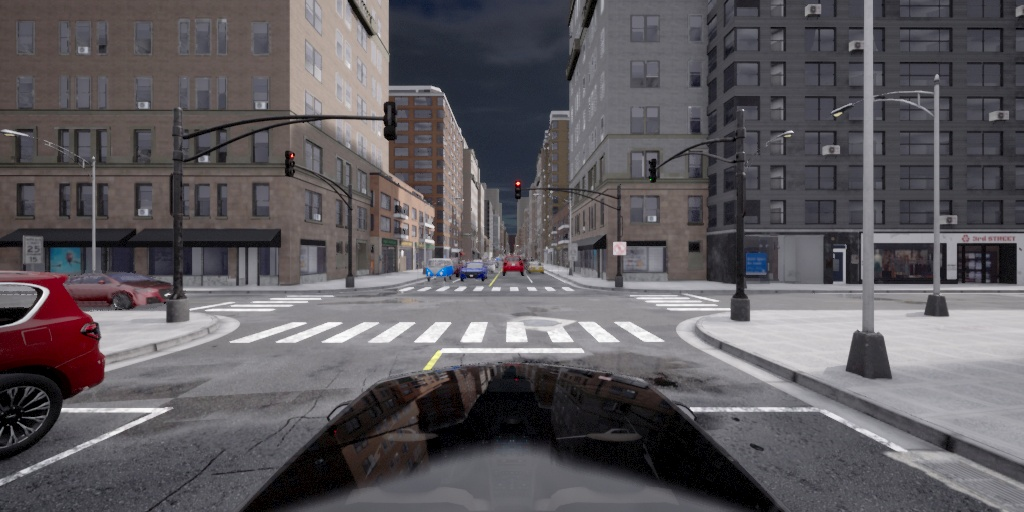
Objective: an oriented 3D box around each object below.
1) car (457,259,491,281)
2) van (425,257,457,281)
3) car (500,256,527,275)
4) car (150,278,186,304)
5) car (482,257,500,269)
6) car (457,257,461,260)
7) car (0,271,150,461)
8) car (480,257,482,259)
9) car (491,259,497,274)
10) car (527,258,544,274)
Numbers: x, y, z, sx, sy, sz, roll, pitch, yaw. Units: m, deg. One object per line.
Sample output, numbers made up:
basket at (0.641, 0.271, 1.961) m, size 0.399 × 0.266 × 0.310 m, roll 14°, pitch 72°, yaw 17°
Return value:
car at (-3.081, 1.225, 29.707) m, size 1.882 × 1.535 × 5.008 m, roll 0°, pitch 0°, yaw 0°
van at (-5.839, 1.088, 29.131) m, size 1.690 × 1.789 × 3.998 m, roll 0°, pitch 0°, yaw 0°
car at (0.126, 0.967, 38.392) m, size 2.150 × 2.045 × 5.566 m, roll 0°, pitch 0°, yaw 0°
car at (-15.343, 1.322, 13.919) m, size 4.181 × 1.385 × 1.994 m, roll 0°, pitch 0°, yaw 0°
car at (-3.036, 1.234, 55.037) m, size 2.128 × 1.511 × 4.902 m, roll 0°, pitch 0°, yaw 0°
car at (-5.836, 1.061, 34.727) m, size 2.192 × 1.841 × 5.009 m, roll 0°, pitch 0°, yaw 0°
car at (-5.857, 1.065, 2.183) m, size 2.192 × 1.841 × 5.009 m, roll 0°, pitch 0°, yaw 0°
car at (-5.820, 1.267, 56.941) m, size 1.751 × 1.417 × 4.829 m, roll 0°, pitch 0°, yaw 0°
car at (-3.071, 1.346, 42.026) m, size 1.895 × 1.301 × 4.718 m, roll 0°, pitch 0°, yaw 0°
car at (2.694, 1.271, 40.511) m, size 1.751 × 1.417 × 4.829 m, roll 0°, pitch 0°, yaw 0°
